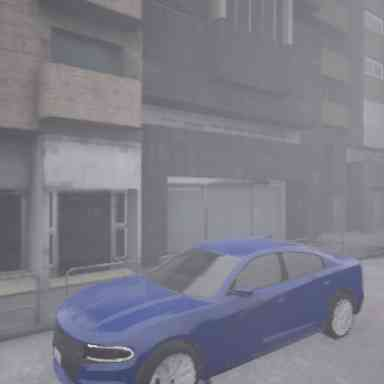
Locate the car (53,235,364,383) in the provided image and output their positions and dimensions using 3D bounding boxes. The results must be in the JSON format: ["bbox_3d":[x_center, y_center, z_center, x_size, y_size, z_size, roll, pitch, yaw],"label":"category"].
[{"bbox_3d":[0.598,1.480,5.015,5.008,1.535,1.882,0,0,-35],"label":"car"}]
